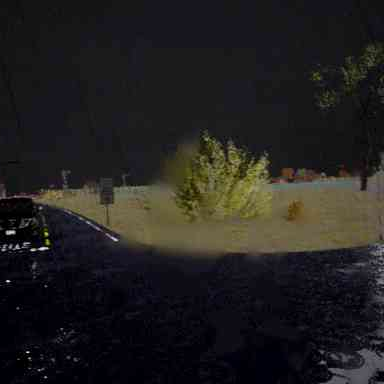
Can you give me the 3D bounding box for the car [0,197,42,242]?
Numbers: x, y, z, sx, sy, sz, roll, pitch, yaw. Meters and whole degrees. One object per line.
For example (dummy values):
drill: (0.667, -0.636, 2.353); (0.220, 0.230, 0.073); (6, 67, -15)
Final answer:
car: (-8.734, 1.335, 16.419); (2.150, 2.045, 5.566); (-3, 1, -25)
